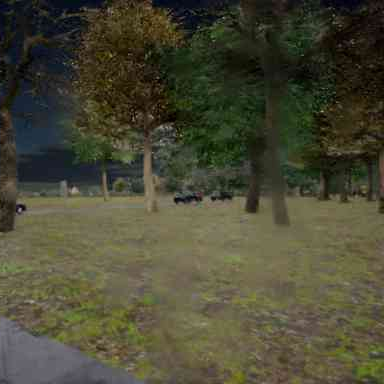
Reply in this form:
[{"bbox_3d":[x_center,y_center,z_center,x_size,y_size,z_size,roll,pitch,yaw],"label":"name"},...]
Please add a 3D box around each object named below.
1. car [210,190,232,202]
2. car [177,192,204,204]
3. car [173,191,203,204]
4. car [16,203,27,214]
[{"bbox_3d":[5.574,0.746,63.305,2.150,2.045,5.566,-3,-1,36],"label":"car"},{"bbox_3d":[-0.212,1.003,61.216,2.150,2.045,5.566,-3,-1,36],"label":"car"},{"bbox_3d":[-0.808,0.810,54.300,2.150,2.045,5.566,-3,-1,36],"label":"car"},{"bbox_3d":[-17.799,1.338,30.556,1.837,1.490,4.892,-3,-1,36],"label":"car"}]
